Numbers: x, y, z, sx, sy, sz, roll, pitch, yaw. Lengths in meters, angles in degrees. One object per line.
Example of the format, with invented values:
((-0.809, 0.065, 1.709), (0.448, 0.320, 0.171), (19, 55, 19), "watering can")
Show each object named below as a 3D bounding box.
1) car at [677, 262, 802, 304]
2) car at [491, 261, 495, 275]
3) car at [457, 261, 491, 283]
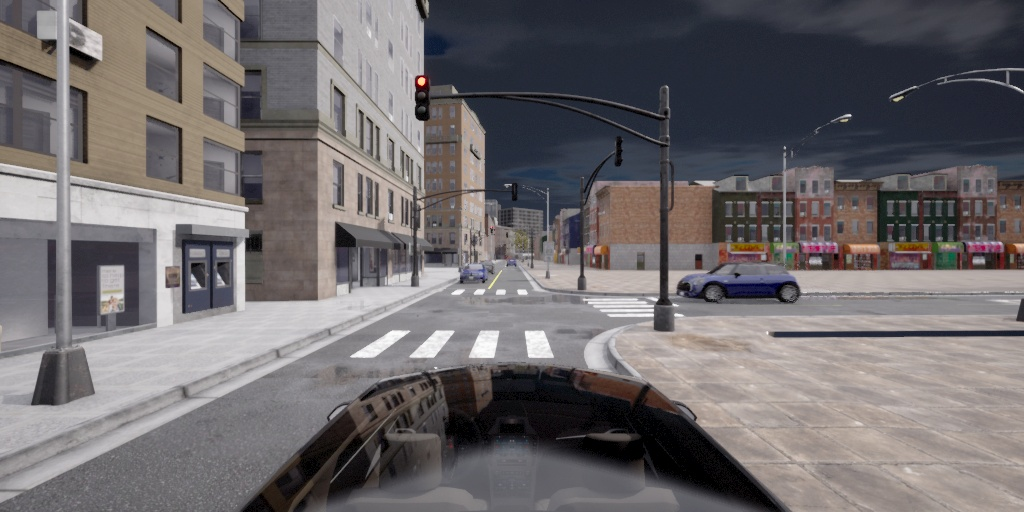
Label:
((9.735, 1.057, 15.675), (4.553, 1.767, 2.097), (0, 0, 2), "car")
((-2.881, 1.262, 39.584), (1.837, 1.490, 4.892), (0, 0, 0), "car")
((-2.872, 1.278, 27.775), (1.812, 1.442, 4.674), (0, 0, 0), "car")
